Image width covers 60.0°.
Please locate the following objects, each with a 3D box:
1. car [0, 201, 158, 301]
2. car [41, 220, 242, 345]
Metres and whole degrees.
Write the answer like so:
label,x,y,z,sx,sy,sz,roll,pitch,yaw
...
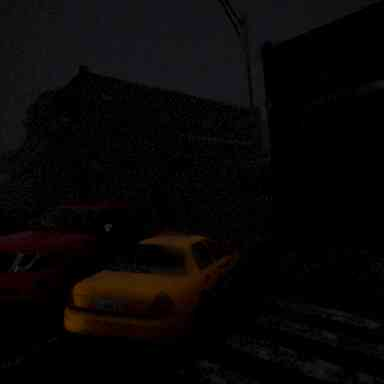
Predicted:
label,x,y,z,sx,sy,sz,roll,pitch,yaw
car,-2.639,1.275,8.496,2.435,2.045,5.566,0,-1,19
car,-0.227,1.512,6.784,1.946,1.575,5.366,0,-1,19
